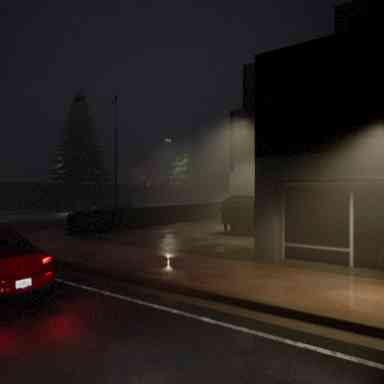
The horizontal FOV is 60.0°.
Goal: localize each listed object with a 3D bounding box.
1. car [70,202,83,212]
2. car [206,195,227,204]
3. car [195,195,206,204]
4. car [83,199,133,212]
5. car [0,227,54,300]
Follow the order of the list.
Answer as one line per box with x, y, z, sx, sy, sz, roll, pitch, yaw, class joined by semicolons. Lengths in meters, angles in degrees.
-11.187;1.537;36.396;1.994;1.385;4.181;0;0;36;car
4.678;1.502;51.852;1.812;1.442;4.674;0;0;39;car
2.423;1.325;54.579;2.097;1.767;4.553;0;0;40;car
-8.311;1.468;34.403;2.128;1.511;4.902;0;0;36;car
-4.946;1.518;7.537;4.674;1.442;1.812;0;0;37;car
